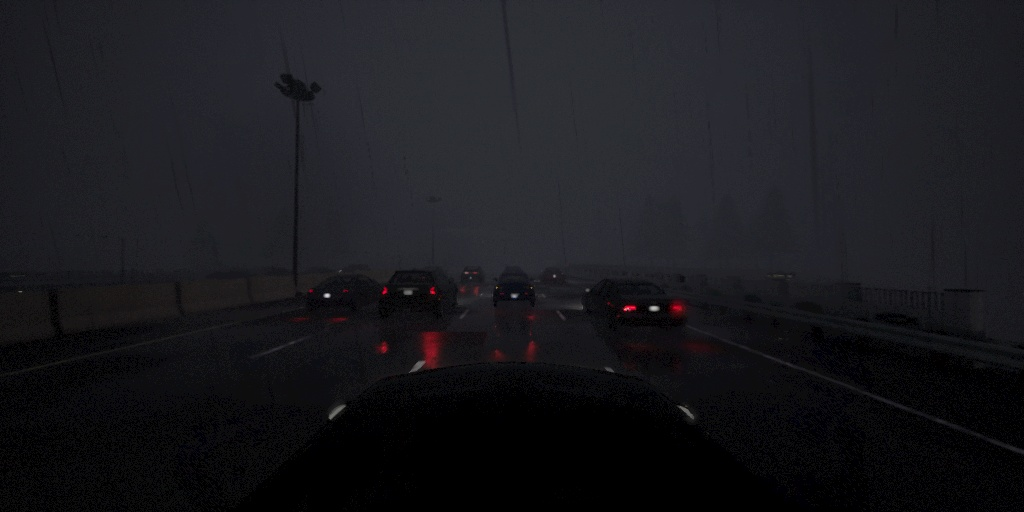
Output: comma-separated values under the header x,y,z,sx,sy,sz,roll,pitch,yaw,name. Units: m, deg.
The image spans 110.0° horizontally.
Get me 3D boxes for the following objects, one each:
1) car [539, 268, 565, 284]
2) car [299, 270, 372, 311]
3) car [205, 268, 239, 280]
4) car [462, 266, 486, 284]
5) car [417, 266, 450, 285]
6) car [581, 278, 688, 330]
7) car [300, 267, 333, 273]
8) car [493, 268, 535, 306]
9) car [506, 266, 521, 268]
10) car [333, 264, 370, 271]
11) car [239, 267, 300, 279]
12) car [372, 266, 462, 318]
x,y,z,sx,sy,sz,roll,pitch,yaw,name
3.608,1.728,32.439,1.994,1.385,4.181,0,-1,0,car
-6.897,1.475,15.383,1.994,1.385,4.181,0,-1,0,car
-28.087,1.847,36.154,1.895,1.301,4.718,0,-1,0,car
-3.392,1.646,31.853,2.128,1.511,4.902,0,-1,0,car
-6.892,1.660,31.912,1.837,1.490,4.892,0,-1,0,car
3.604,1.413,11.589,2.033,1.411,5.357,0,-1,0,car
-21.086,1.853,38.836,2.033,1.411,5.357,0,-1,0,car
0.090,1.453,16.834,1.812,1.442,4.674,0,-1,0,car
0.108,1.664,33.469,1.882,1.535,5.008,0,-1,0,car
-17.581,1.692,40.236,2.097,1.767,4.553,0,-1,0,car
-24.589,1.806,36.691,2.033,1.411,5.357,0,-1,0,car
-3.397,1.244,13.844,2.097,1.767,4.553,0,-1,0,car
